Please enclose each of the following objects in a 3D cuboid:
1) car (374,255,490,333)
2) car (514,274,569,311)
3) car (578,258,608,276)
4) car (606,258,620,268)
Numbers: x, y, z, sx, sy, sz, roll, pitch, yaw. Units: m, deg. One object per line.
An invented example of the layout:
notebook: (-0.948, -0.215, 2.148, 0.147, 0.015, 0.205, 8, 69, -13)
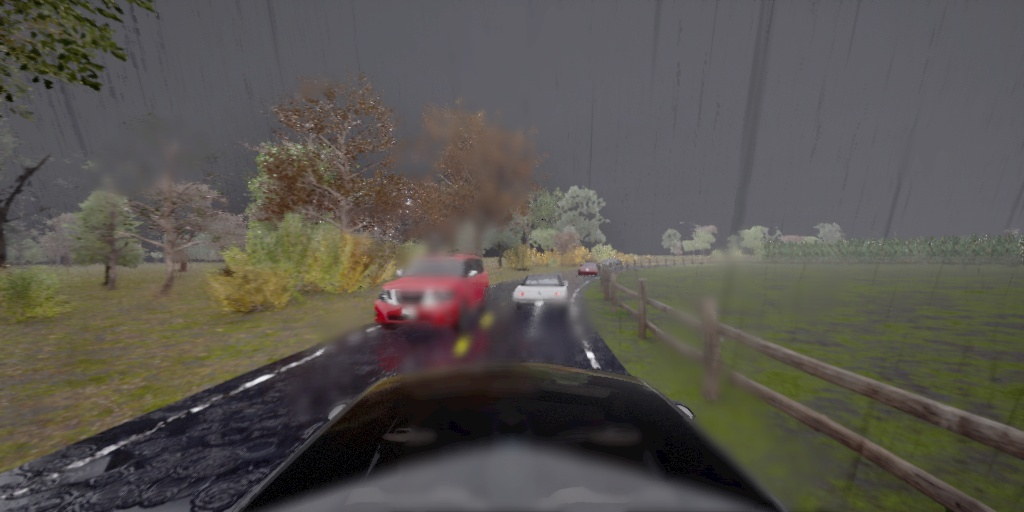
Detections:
car: (-2.097, 0.973, 11.186, 2.150, 2.045, 5.566, 0, 0, 7)
car: (1.353, 1.368, 14.660, 1.895, 1.301, 4.718, 0, 0, 9)
car: (8.001, 1.245, 36.026, 1.994, 1.385, 4.181, 0, 0, 24)
car: (14.355, 1.017, 52.511, 2.128, 1.511, 4.902, 0, 1, 36)
